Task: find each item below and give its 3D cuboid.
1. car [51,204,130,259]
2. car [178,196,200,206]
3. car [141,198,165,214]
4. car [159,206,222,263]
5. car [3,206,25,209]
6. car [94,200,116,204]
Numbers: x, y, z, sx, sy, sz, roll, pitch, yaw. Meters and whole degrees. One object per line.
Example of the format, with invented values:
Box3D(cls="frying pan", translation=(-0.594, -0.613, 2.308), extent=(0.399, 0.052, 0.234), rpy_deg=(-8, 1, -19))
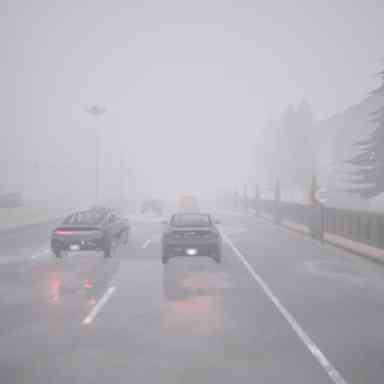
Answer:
Box3D(cls="car", translation=(-3.539, 1.429, 12.375), extent=(2.128, 1.511, 4.902), rpy_deg=(0, 0, -1))
Box3D(cls="car", translation=(-0.296, 1.148, 33.769), extent=(2.097, 1.767, 4.553), rpy_deg=(0, 0, -1))
Box3D(cls="car", translation=(-3.779, 1.322, 32.438), extent=(1.837, 1.490, 4.892), rpy_deg=(0, 0, -1))
Box3D(cls="car", translation=(-0.033, 1.431, 11.747), extent=(1.837, 1.490, 4.892), rpy_deg=(0, 0, -1))
Box3D(cls="car", translation=(-17.900, 1.104, 31.195), extent=(2.150, 2.045, 5.566), rpy_deg=(0, 0, 0))
Box3D(cls="car", translation=(-7.220, 1.386, 27.692), extent=(1.812, 1.442, 4.674), rpy_deg=(0, 0, -1))
